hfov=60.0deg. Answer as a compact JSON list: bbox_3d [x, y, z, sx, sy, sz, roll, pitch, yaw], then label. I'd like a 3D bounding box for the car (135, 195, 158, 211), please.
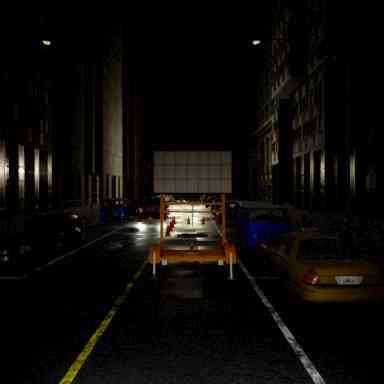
[{"bbox_3d":[-5.673,1.322,41.845,2.192,1.841,5.009,0,0,0],"label":"car"}]

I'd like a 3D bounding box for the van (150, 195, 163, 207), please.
[{"bbox_3d":[-5.648,1.350,53.119,1.690,1.788,3.998,0,0,0],"label":"van"}]

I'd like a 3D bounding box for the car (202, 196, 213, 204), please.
[{"bbox_3d":[2.903,1.556,64.382,1.887,1.381,4.507,0,0,0],"label":"car"}]

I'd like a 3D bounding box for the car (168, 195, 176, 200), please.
[{"bbox_3d":[-5.560,1.572,92.575,2.008,1.369,4.403,0,0,0],"label":"car"}]

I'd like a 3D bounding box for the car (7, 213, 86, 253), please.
[{"bbox_3d":[-5.735,1.567,13.661,1.947,1.339,4.313,0,0,0],"label":"car"}]

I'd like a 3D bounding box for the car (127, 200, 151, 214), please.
[{"bbox_3d":[-5.685,1.571,36.208,1.947,1.339,4.313,0,0,0],"label":"car"}]

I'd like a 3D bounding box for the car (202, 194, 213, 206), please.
[{"bbox_3d":[2.865,1.448,47.472,1.967,1.590,4.097,0,0,0],"label":"car"}]

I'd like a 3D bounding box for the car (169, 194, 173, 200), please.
[{"bbox_3d":[-5.610,1.453,70.029,1.967,1.590,4.097,0,0,0],"label":"car"}]

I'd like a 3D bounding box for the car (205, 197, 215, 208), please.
[{"bbox_3d":[2.840,1.556,36.200,2.008,1.369,4.403,0,0,0],"label":"car"}]

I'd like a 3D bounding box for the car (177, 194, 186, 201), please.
[{"bbox_3d":[-2.801,1.370,89.736,2.097,1.767,4.553,0,0,0],"label":"car"}]

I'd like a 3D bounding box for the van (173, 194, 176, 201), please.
[{"bbox_3d":[-5.585,1.357,81.302,1.690,1.788,3.998,0,0,0],"label":"van"}]

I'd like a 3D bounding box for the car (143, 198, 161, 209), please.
[{"bbox_3d":[-5.660,1.552,47.482,1.887,1.381,4.507,0,0,0],"label":"car"}]

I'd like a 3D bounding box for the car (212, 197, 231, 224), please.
[{"bbox_3d":[2.815,1.443,24.928,1.967,1.590,4.097,0,0,0],"label":"car"}]

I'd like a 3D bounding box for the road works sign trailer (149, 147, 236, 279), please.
[{"bbox_3d":[0.022,0.465,9.977,2.380,3.560,2.880,0,0,0],"label":"road works sign trailer"}]

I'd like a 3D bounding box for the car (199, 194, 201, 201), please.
[{"bbox_3d":[2.890,1.325,58.746,2.192,1.841,5.009,0,0,0],"label":"car"}]

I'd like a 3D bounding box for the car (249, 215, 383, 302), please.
[{"bbox_3d":[2.778,1.526,8.189,1.752,1.417,4.829,0,0,0],"label":"car"}]

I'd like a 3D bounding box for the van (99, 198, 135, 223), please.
[{"bbox_3d":[-5.711,1.344,24.935,1.690,1.788,3.998,0,0,0],"label":"van"}]

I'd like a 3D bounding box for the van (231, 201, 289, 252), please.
[{"bbox_3d":[2.789,1.342,13.655,1.690,1.788,3.998,0,0,0],"label":"van"}]

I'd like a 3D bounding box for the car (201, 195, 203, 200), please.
[{"bbox_3d":[2.878,1.575,53.109,1.947,1.339,4.313,0,0,0],"label":"car"}]

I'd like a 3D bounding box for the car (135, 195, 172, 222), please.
[{"bbox_3d":[-3.041,1.355,26.562,2.097,1.767,4.553,0,0,0],"label":"car"}]

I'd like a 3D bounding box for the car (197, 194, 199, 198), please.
[{"bbox_3d":[2.940,1.456,81.290,1.967,1.590,4.097,0,0,0],"label":"car"}]

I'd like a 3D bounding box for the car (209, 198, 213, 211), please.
[{"bbox_3d":[2.828,1.530,30.734,1.752,1.417,4.829,0,0,0],"label":"car"}]

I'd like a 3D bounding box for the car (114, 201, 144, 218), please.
[{"bbox_3d":[-5.697,1.570,30.572,1.947,1.339,4.313,0,0,0],"label":"car"}]
